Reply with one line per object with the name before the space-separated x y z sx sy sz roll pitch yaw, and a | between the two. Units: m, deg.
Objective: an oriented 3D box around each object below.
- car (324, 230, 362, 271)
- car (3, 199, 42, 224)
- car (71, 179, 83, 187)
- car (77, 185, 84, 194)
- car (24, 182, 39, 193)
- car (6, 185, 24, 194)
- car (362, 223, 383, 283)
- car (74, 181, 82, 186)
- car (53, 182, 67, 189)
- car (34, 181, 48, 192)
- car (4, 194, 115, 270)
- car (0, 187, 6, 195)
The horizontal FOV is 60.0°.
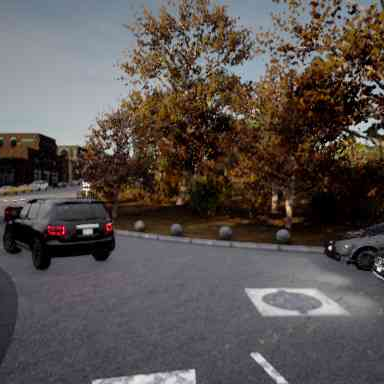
car | 6.291 1.571 10.064 4.181 1.385 1.994 0 0 8
car | -13.129 1.394 26.066 1.882 1.535 5.008 -1 1 -18
car | -31.133 -2.280 89.621 2.231 1.521 4.892 0 3 0
car | -16.133 0.135 51.031 1.837 1.490 4.892 0 4 -1
car | -31.189 -0.597 61.729 1.946 1.575 5.366 0 3 0
car | -31.200 -0.263 56.214 1.946 1.575 5.366 0 3 0
car | 6.642 1.518 7.135 4.892 1.490 1.837 0 0 10
car | -19.511 -0.666 61.725 2.097 1.767 4.553 0 3 0
car | -31.159 -1.582 78.555 2.163 1.488 4.792 0 3 0
car | -31.175 -1.195 67.512 2.435 2.045 5.566 0 3 0
car | -4.687 1.216 11.445 2.150 2.045 5.566 0 0 -41
car | -31.221 0.073 50.701 1.946 1.575 5.366 0 4 0
